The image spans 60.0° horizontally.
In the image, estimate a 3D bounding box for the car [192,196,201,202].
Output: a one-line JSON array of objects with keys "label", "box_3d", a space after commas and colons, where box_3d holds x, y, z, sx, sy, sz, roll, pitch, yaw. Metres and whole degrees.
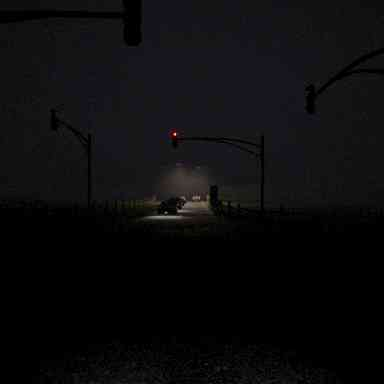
[{"label": "car", "box_3d": [1.008, 1.617, 75.973, 1.895, 1.301, 4.718, 0, 0, 1]}]

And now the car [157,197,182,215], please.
[{"label": "car", "box_3d": [-2.440, 1.553, 34.199, 2.033, 1.411, 5.357, 0, 0, 0]}]

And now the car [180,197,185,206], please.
[{"label": "car", "box_3d": [-2.299, 1.514, 43.977, 1.837, 1.490, 4.892, 0, 0, 1]}]

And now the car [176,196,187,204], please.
[{"label": "car", "box_3d": [-1.972, 1.581, 63.830, 1.994, 1.385, 4.181, 0, 0, 2]}]

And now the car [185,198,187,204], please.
[{"label": "car", "box_3d": [-2.163, 1.560, 53.824, 2.033, 1.411, 5.357, 0, 0, 1]}]
